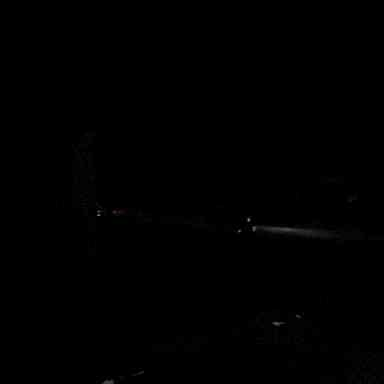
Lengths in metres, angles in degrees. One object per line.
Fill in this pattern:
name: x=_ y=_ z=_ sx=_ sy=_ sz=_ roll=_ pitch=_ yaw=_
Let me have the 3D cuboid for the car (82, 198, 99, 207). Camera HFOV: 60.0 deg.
car: x=-20.058 y=2.056 z=65.515 sx=1.837 sy=1.490 sz=4.892 roll=-1 pitch=1 yaw=-36

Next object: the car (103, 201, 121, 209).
car: x=-13.927 y=2.225 z=56.972 sx=1.895 sy=1.301 sz=4.718 roll=-1 pitch=1 yaw=-36

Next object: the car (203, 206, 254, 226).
car: x=2.873 y=1.898 z=27.129 sx=2.128 sy=1.511 sz=4.902 roll=-1 pitch=0 yaw=-35

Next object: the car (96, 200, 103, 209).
car: x=-16.915 y=2.352 z=54.951 sx=1.895 sy=1.301 sz=4.718 roll=-1 pitch=1 yaw=-36
